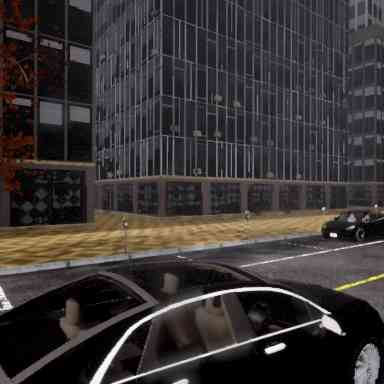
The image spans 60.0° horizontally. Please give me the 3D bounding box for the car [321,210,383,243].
[{"bbox_3d":[8.140,1.563,16.226,4.313,1.339,1.947,0,0,-36],"label":"car"}]

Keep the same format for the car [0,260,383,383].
[{"bbox_3d":[0.143,1.504,3.419,4.892,1.490,1.837,0,0,-35],"label":"car"}]
